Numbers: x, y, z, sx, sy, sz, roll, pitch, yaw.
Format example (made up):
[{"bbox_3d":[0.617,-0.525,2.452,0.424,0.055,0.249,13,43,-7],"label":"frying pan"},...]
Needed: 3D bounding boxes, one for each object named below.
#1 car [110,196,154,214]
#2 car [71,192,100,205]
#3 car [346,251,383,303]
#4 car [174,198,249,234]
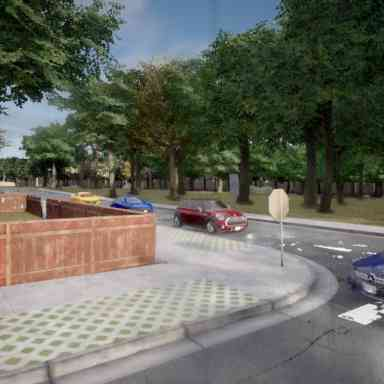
[{"bbox_3d":[-4.806,1.064,26.096,1.882,1.535,5.008,-2,2,-35],"label":"car"},{"bbox_3d":[-11.454,0.781,35.488,1.882,1.535,5.008,-2,3,-35],"label":"car"},{"bbox_3d":[5.499,1.509,6.937,4.674,1.442,1.812,-1,-1,-19],"label":"car"},{"bbox_3d":[0.926,1.139,18.011,2.097,1.767,4.553,-2,2,-35],"label":"car"}]
